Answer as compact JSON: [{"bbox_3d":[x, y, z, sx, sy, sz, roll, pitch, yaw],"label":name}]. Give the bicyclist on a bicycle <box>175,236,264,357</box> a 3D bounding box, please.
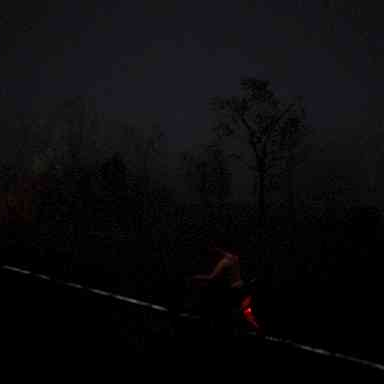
[{"bbox_3d":[0.346,1.445,4.836,1.509,1.612,0.866,0,0,35],"label":"bicyclist on a bicycle"}]
